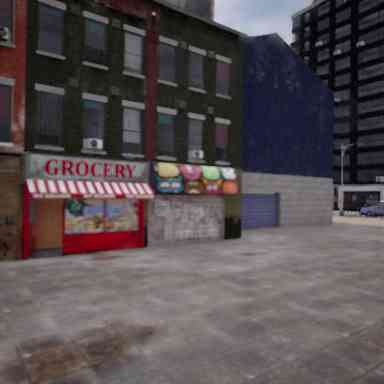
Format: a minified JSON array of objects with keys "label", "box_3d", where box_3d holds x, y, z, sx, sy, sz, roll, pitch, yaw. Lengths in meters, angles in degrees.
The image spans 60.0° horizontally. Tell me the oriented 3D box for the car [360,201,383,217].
[{"label":"car","box_3d":[19.389,1.890,32.541,2.033,1.411,5.357,1,-1,-36]}]
